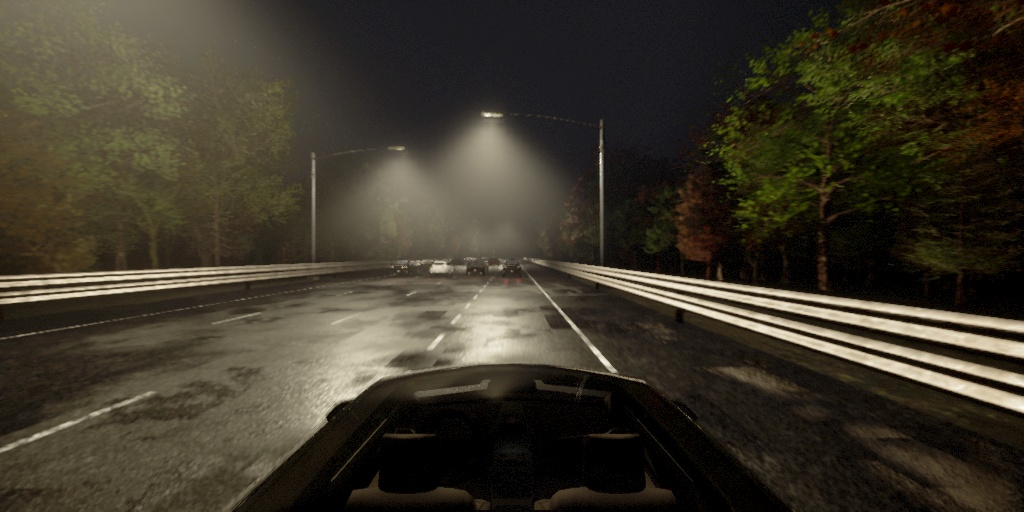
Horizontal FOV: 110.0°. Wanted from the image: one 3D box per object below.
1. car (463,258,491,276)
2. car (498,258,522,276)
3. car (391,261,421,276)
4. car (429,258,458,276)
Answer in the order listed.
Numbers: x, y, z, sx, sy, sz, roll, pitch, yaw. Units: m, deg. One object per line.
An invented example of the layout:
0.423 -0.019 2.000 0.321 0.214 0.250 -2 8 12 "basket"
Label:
-3.477 1.183 36.459 1.882 1.535 5.008 0 0 1 "car"
0.015 1.199 35.619 2.128 1.511 4.902 0 0 0 "car"
-10.485 1.199 35.612 2.128 1.511 4.902 0 0 0 "car"
-6.984 1.231 35.912 1.812 1.442 4.674 0 0 1 "car"
